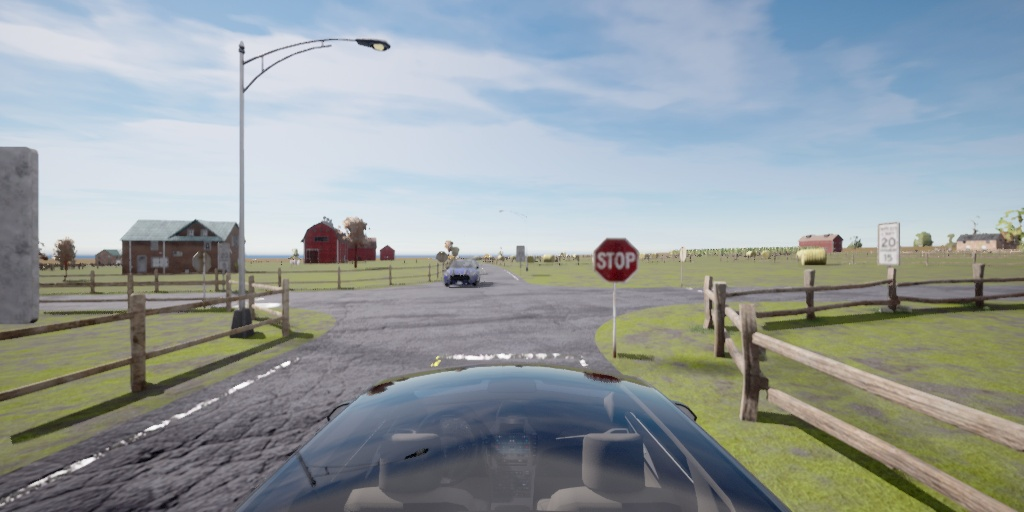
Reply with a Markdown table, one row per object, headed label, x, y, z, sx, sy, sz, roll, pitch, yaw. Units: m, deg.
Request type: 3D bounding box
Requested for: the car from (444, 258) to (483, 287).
| label | x | y | z | sx | sy | sz | roll | pitch | yaw |
| --- | --- | --- | --- | --- | --- | --- | --- | --- | --- |
| car | -3.293 | 1.054 | 24.201 | 2.097 | 1.767 | 4.553 | 0 | 0 | -2 |
